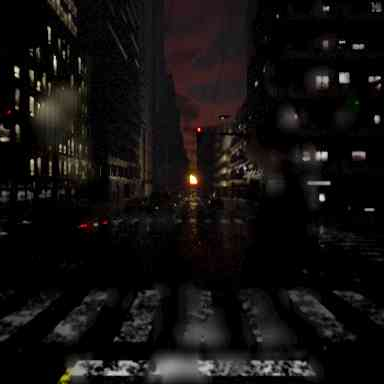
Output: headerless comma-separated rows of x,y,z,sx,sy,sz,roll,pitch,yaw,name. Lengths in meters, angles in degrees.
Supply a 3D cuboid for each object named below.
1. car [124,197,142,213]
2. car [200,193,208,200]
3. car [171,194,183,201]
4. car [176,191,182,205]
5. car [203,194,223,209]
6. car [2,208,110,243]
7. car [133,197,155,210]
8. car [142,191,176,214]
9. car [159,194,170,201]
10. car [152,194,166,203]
-5.648,1.276,33.435,1.752,1.417,4.829,-1,0,0,car
2.796,0.899,73.172,1.967,1.590,4.097,-1,0,0,car
-2.892,1.068,65.701,2.033,1.411,5.357,0,0,0,car
-3.007,0.857,48.535,2.150,2.045,5.566,0,1,0,car
2.742,1.259,39.246,2.008,1.369,4.403,-1,0,0,car
-6.354,1.431,15.377,5.357,1.411,2.033,0,0,28,car
-5.638,1.274,39.259,1.947,1.339,4.313,-1,0,0,car
-3.050,0.979,31.728,2.150,2.045,5.566,0,1,0,car
-5.592,1.046,67.531,1.887,1.381,4.507,-1,0,0,car
-5.610,1.129,56.222,1.887,1.381,4.507,-1,0,0,car
